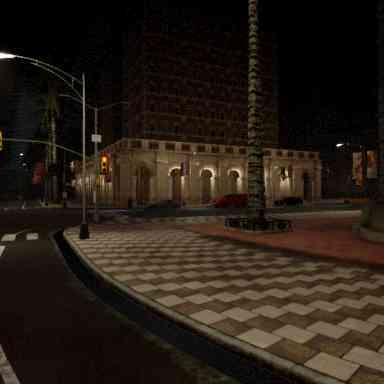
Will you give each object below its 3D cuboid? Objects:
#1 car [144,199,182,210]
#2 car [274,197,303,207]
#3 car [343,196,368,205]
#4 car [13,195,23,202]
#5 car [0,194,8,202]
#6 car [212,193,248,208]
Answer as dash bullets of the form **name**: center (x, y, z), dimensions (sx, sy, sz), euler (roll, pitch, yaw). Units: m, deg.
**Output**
- **car**: center (-3.735, 1.601, 42.855), dimensions (4.718, 1.301, 1.895), euler (0, 0, -26)
- **car**: center (15.078, 1.478, 52.066), dimensions (5.008, 1.535, 1.882), euler (0, 0, -26)
- **car**: center (28.957, 1.481, 58.887), dimensions (5.008, 1.535, 1.882), euler (0, 0, -27)
- **car**: center (-41.744, 1.595, 79.698), dimensions (1.895, 1.301, 4.718), euler (0, 0, -27)
- **car**: center (-44.934, 1.355, 78.257), dimensions (2.097, 1.767, 4.553), euler (0, 0, -27)
- **car**: center (5.635, 1.221, 47.439), dimensions (5.566, 2.045, 2.150), euler (0, 0, -26)
